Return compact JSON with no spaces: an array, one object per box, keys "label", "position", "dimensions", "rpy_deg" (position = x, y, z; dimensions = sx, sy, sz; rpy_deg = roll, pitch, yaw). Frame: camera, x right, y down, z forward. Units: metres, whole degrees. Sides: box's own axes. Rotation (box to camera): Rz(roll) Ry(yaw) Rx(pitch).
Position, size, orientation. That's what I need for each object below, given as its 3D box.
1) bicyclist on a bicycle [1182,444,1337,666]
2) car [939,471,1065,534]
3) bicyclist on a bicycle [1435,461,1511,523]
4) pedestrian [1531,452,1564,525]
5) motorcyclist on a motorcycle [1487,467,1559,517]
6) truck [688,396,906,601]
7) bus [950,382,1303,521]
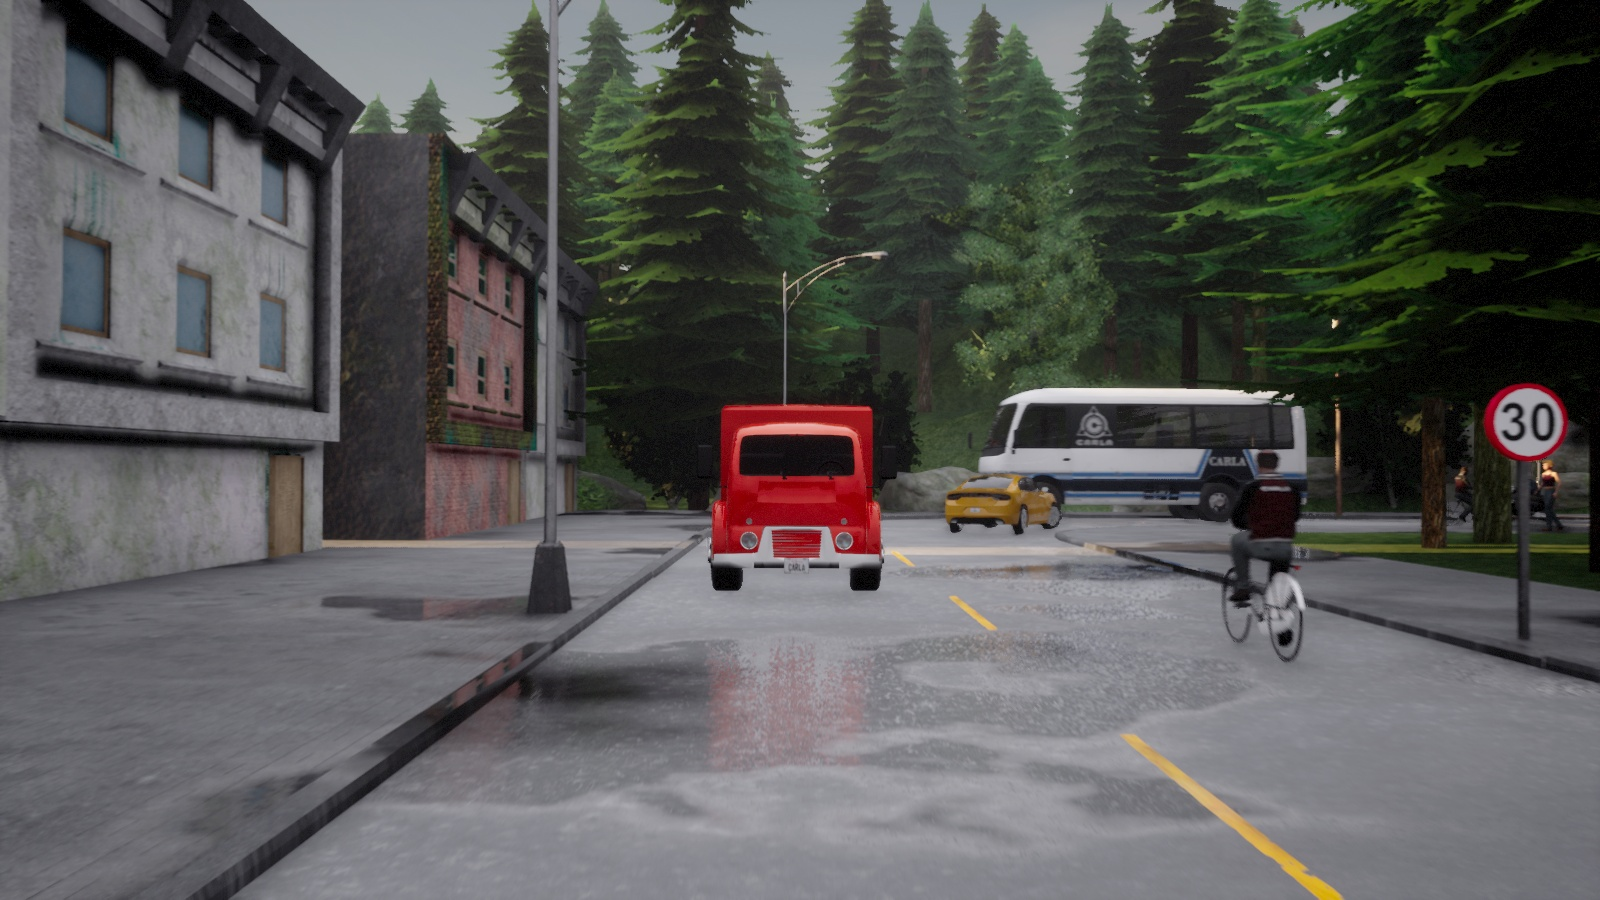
[{"label":"bicyclist on a bicycle","position":[3.973,0.854,11.013],"dimensions":[0.659,1.776,1.843],"rpy_deg":[0,-1,0]},{"label":"car","position":[5.449,1.330,33.322],"dimensions":[1.882,1.535,5.008],"rpy_deg":[-1,-1,26]},{"label":"bicyclist on a bicycle","position":[19.748,1.223,36.863],"dimensions":[1.843,1.776,0.659],"rpy_deg":[0,-1,-1]},{"label":"pedestrian","position":[18.927,0.981,31.790],"dimensions":[0.594,1.836,0.345],"rpy_deg":[0,-1,0]},{"label":"motorcyclist on a motorcycle","position":[23.552,1.359,40.915],"dimensions":[1.817,1.590,0.866],"rpy_deg":[0,-1,0]},{"label":"truck","position":[-0.047,0.626,17.814],"dimensions":[2.627,2.467,5.204],"rpy_deg":[0,-1,0]},{"label":"bus","position":[10.315,0.077,40.581],"dimensions":[10.273,4.253,3.944],"rpy_deg":[0,-1,-4]}]
